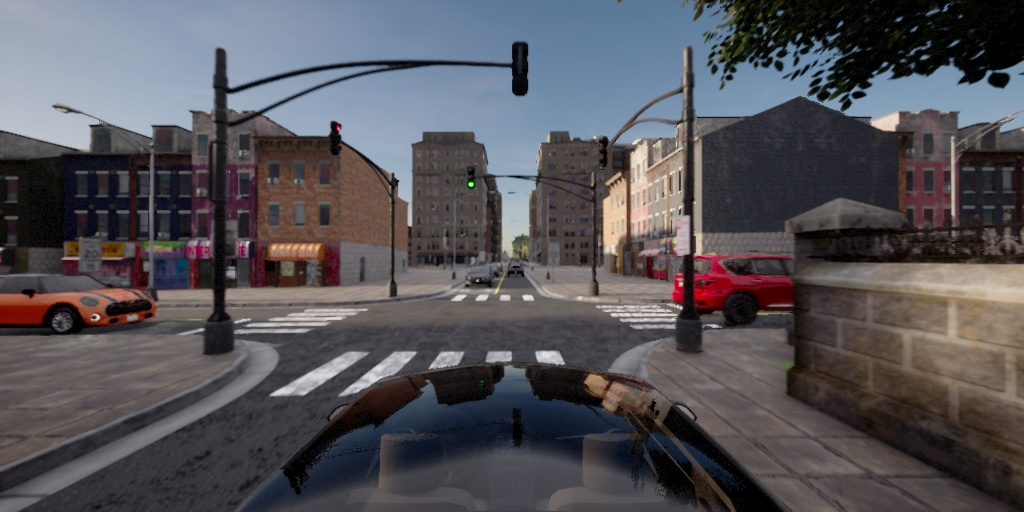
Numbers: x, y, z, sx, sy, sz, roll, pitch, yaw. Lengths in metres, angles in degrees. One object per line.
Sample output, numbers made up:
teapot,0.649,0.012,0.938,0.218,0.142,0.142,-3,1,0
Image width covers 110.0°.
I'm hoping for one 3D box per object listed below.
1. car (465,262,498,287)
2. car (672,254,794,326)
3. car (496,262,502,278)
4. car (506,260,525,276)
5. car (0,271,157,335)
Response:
car,-2.281,1.422,26.192,1.837,1.490,4.892,0,0,0
car,7.986,0.963,11.260,5.566,2.045,2.150,0,-1,-3
car,-2.294,1.506,38.659,1.837,1.490,4.892,0,0,0
car,0.392,1.523,41.027,1.837,1.490,4.892,0,-1,0
car,-13.634,1.299,10.766,4.553,1.767,2.097,-1,0,0
